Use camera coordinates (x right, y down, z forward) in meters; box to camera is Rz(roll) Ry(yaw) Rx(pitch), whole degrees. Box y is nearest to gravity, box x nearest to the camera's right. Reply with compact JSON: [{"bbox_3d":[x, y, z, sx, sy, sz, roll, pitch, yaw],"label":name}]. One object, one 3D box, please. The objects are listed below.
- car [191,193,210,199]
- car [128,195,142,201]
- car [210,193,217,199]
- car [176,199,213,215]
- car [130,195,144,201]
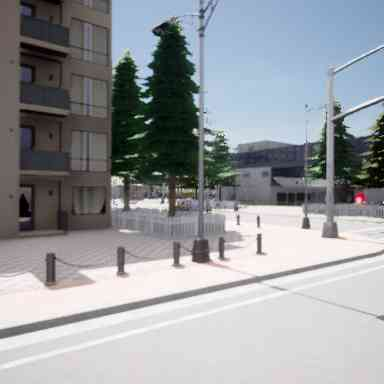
[{"bbox_3d":[2.109,1.326,90.384,1.932,1.855,4.605,0,0,-37],"label":"car"},{"bbox_3d":[-14.921,1.550,87.130,1.970,1.475,3.806,0,0,-37],"label":"car"},{"bbox_3d":[4.194,1.317,92.450,1.905,1.878,3.866,0,0,-37],"label":"car"},{"bbox_3d":[0.094,1.655,33.314,1.994,1.385,4.181,0,0,-37],"label":"car"},{"bbox_3d":[-12.881,1.528,79.398,1.845,1.501,3.633,0,0,-37],"label":"car"}]
